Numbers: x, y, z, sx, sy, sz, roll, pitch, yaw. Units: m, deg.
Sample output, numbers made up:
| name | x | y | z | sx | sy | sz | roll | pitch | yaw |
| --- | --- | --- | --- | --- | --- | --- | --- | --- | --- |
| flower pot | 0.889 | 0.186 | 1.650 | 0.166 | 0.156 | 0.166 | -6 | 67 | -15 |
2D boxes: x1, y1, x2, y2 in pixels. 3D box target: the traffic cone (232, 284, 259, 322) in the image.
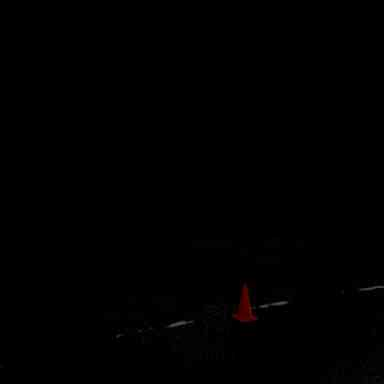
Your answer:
| name | x | y | z | sx | sy | sz | roll | pitch | yaw |
| --- | --- | --- | --- | --- | --- | --- | --- | --- | --- |
| traffic cone | 0.938 | 1.918 | 5.857 | 0.340 | 0.580 | 0.340 | 0 | 0 | -27 |
